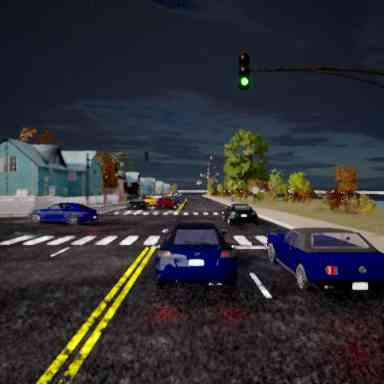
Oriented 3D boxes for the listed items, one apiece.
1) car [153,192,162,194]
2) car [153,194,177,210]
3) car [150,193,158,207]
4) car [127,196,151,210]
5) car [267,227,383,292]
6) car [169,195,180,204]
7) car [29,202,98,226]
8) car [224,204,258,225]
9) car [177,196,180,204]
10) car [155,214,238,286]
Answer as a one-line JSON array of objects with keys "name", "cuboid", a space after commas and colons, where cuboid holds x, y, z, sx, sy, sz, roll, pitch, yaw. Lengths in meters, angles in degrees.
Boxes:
[{"name": "car", "cuboid": [-6.493, 1.096, 61.198, 2.150, 2.045, 5.566, 0, 0, 0]}, {"name": "car", "cuboid": [-3.331, 1.381, 41.444, 1.882, 1.535, 5.008, 0, 0, 1]}, {"name": "car", "cuboid": [-6.567, 1.367, 50.565, 1.882, 1.535, 5.008, 0, 0, 0]}, {"name": "car", "cuboid": [-6.587, 1.470, 40.328, 1.994, 1.385, 4.181, 0, 0, 0]}, {"name": "car", "cuboid": [3.351, 1.575, 8.821, 1.895, 1.301, 4.718, 0, 0, 0]}, {"name": "car", "cuboid": [-3.243, 1.352, 61.728, 1.882, 1.535, 5.008, 0, 0, 0]}, {"name": "car", "cuboid": [-8.651, 1.423, 22.518, 4.674, 1.442, 1.812, 2, 0, 14]}, {"name": "car", "cuboid": [3.352, 1.502, 23.437, 1.994, 1.385, 4.181, 0, 0, 0]}, {"name": "car", "cuboid": [-3.316, 1.379, 51.362, 2.128, 1.511, 4.902, 0, 0, 0]}, {"name": "car", "cuboid": [0.101, 1.536, 9.376, 1.994, 1.385, 4.181, 0, 0, 0]}]
